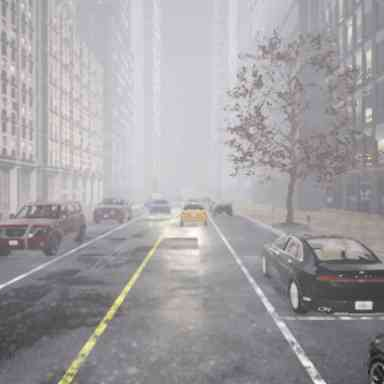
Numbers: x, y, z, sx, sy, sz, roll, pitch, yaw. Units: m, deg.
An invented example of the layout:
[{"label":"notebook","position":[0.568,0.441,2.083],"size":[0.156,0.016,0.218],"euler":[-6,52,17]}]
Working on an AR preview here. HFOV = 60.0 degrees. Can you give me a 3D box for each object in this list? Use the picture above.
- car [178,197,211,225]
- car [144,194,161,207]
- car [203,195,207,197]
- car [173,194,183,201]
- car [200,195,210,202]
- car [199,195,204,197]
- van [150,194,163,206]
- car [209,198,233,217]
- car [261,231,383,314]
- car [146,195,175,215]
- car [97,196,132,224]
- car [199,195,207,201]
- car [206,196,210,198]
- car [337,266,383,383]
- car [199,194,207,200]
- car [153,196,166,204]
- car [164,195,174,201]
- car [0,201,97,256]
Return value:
[{"label":"car","position":[0.118,1.410,23.322],"size":[1.801,1.575,5.366],"euler":[0,0,0]},{"label":"car","position":[-5.654,1.339,47.254],"size":[1.967,1.590,4.097],"euler":[0,0,0]},{"label":"car","position":[2.742,1.417,64.315],"size":[1.947,1.339,4.313],"euler":[0,0,0]},{"label":"car","position":[-2.939,1.246,73.935],"size":[1.882,1.535,5.008],"euler":[0,0,0]},{"label":"car","position":[2.746,1.378,70.008],"size":[1.887,1.381,4.507],"euler":[0,0,0]},{"label":"car","position":[0.134,1.459,42.196],"size":[2.033,1.411,5.357],"euler":[0,0,0]},{"label":"van","position":[-5.649,1.225,52.945],"size":[1.690,1.788,3.998],"euler":[0,0,0]},{"label":"car","position":[2.712,1.490,30.159],"size":[2.008,1.369,4.403],"euler":[0,0,0]},{"label":"car","position":[2.693,1.538,7.390],"size":[2.008,1.369,4.403],"euler":[0,0,0]},{"label":"car","position":[-3.070,1.410,33.184],"size":[1.882,1.535,5.008],"euler":[0,0,0]},{"label":"car","position":[-5.674,1.267,24.485],"size":[2.192,1.841,5.009],"euler":[0,0,0]},{"label":"car","position":[2.756,1.378,81.393],"size":[1.802,1.307,4.206],"euler":[0,0,0]},{"label":"car","position":[2.717,1.452,36.022],"size":[1.752,1.417,4.829],"euler":[0,0,0]},{"label":"car","position":[2.688,1.563,1.697],"size":[1.947,1.339,4.313],"euler":[0,0,0]},{"label":"car","position":[2.761,1.321,87.086],"size":[1.887,1.381,4.507],"euler":[0,0,0]},{"label":"car","position":[-5.644,1.434,58.639],"size":[1.947,1.339,4.313],"euler":[0,0,0]},{"label":"car","position":[-5.624,1.362,81.408],"size":[1.947,1.339,4.313],"euler":[0,0,0]},{"label":"car","position":[-5.684,1.291,13.100],"size":[2.192,1.841,5.009],"euler":[0,0,0]}]
